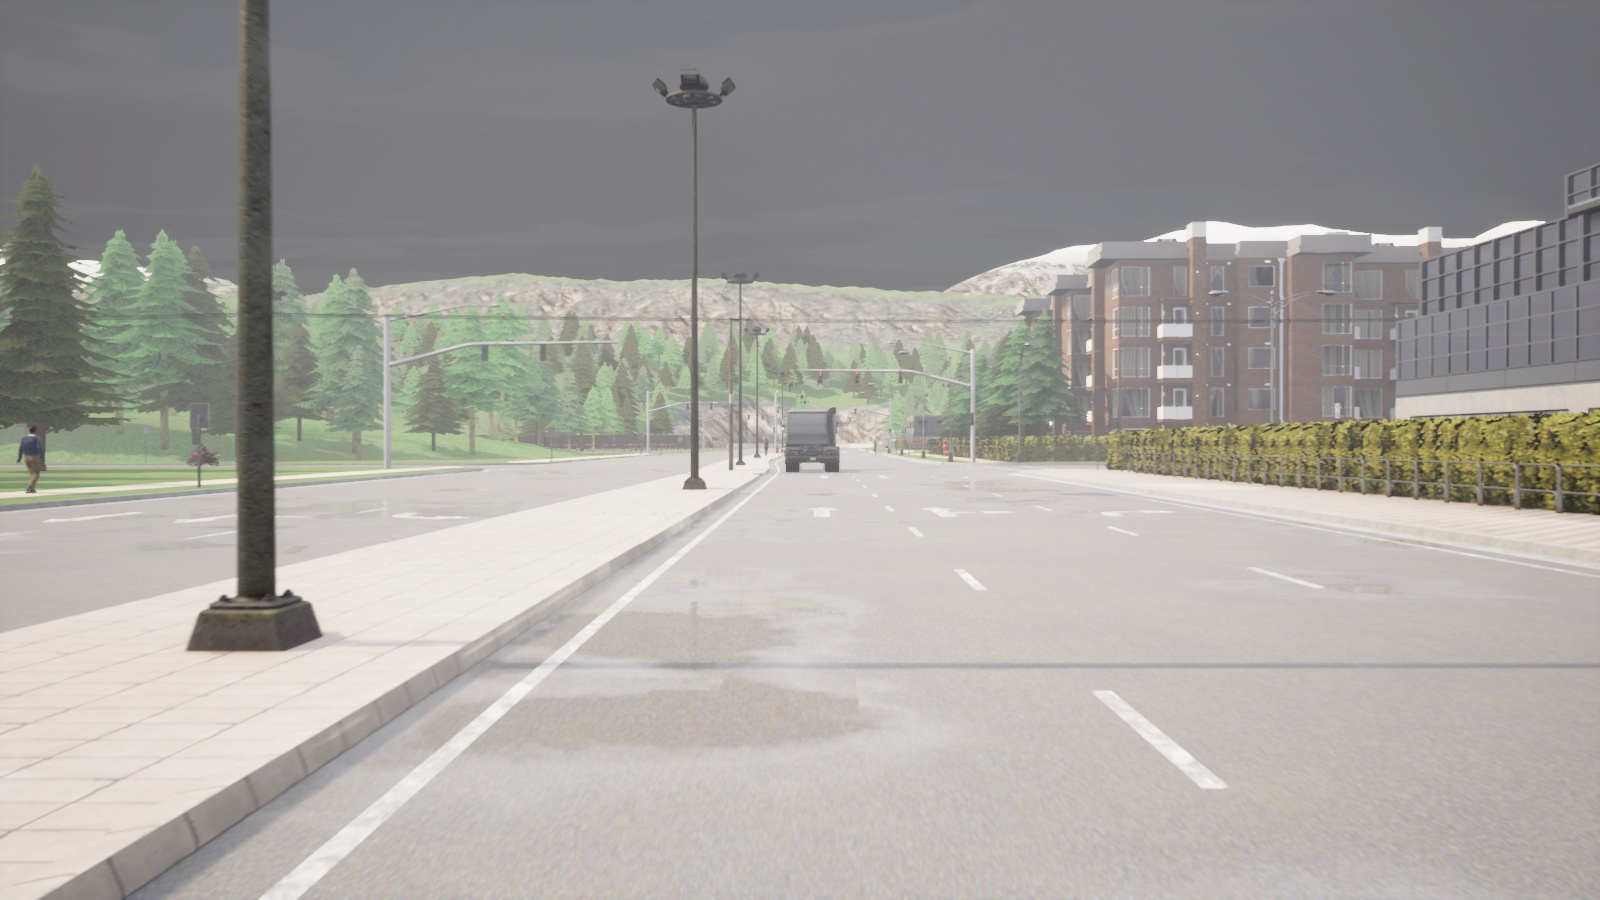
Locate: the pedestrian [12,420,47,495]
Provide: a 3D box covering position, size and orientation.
[{"bbox_3d":[-20.193,0.184,32.924,0.423,1.949,0.788,0,0,2],"label":"pedestrian"}]

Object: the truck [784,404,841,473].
[{"bbox_3d":[0.602,-0.612,67.172,2.891,3.462,7.936,0,0,0],"label":"truck"}]

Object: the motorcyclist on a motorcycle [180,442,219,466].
[{"bbox_3d":[-37.467,0.259,78.388,2.044,1.523,0.797,0,0,1],"label":"motorcyclist on a motorcycle"}]
